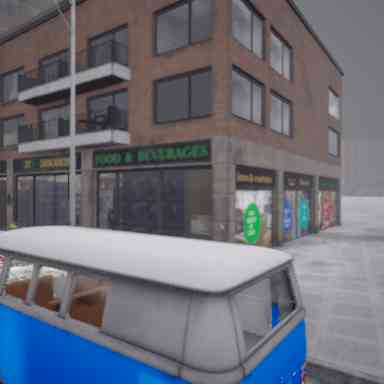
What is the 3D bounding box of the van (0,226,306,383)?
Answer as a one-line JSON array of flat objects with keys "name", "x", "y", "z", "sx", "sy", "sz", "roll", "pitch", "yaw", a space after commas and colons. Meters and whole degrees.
[{"name": "van", "x": -0.879, "y": 1.332, "z": 3.473, "sx": 3.998, "sy": 1.788, "sz": 1.690, "roll": 0, "pitch": 0, "yaw": 35}]
